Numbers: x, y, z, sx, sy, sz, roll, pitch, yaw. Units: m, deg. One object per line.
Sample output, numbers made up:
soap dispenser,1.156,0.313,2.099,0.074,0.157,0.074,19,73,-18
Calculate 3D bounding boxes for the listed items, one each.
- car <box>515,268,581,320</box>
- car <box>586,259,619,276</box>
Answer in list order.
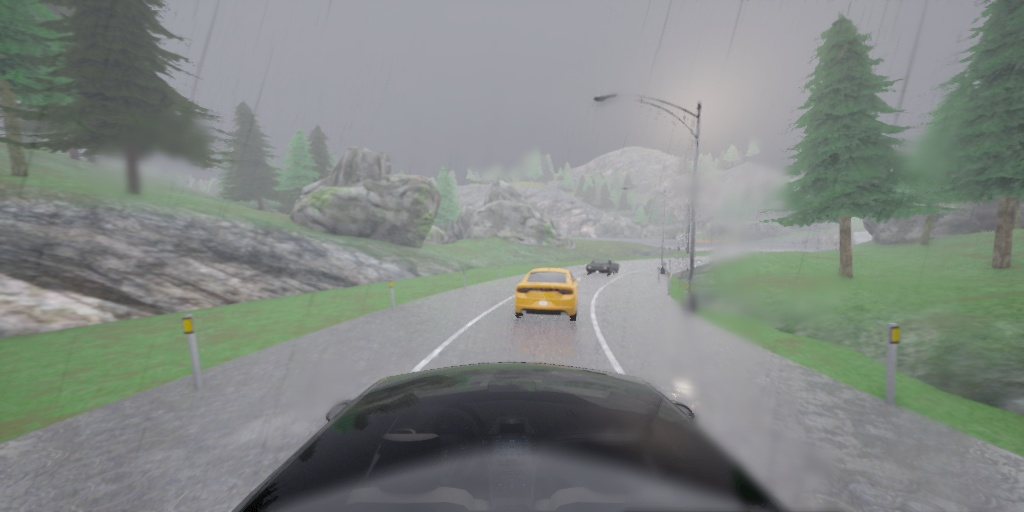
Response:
car,1.356,1.157,12.569,1.882,1.535,5.008,1,1,11
car,7.724,0.899,30.145,1.895,1.301,4.718,3,3,27
